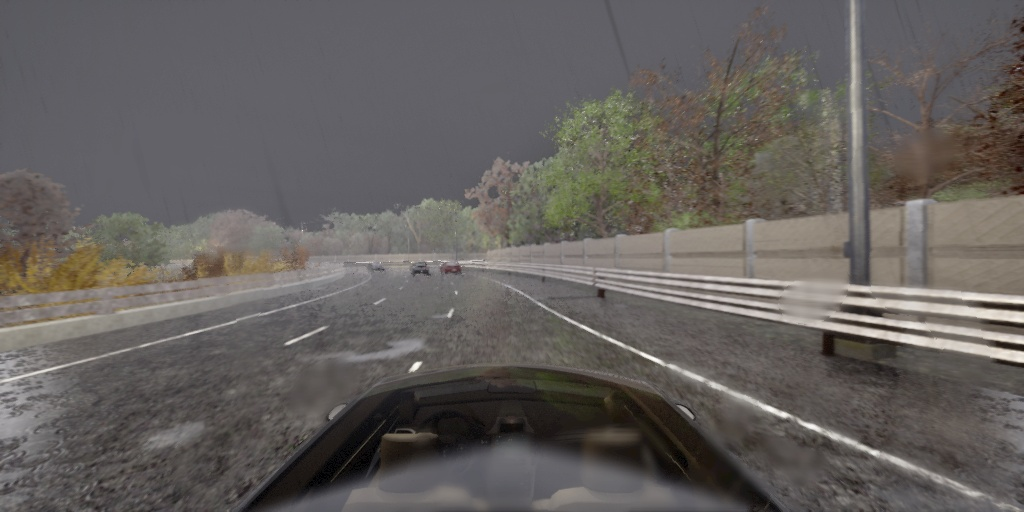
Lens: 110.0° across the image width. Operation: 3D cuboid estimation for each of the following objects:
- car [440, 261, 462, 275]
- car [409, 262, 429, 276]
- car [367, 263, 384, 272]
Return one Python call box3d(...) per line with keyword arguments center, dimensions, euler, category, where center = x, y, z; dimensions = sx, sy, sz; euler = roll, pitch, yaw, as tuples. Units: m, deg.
box3d(center=(-7.295, 1.401, 42.446), dimensions=(1.882, 1.535, 5.008), euler=(-1, 0, -20), category="car")
box3d(center=(-10.705, 1.487, 41.459), dimensions=(1.837, 1.490, 4.892), euler=(-1, 0, -20), category="car")
box3d(center=(-21.619, 1.739, 56.636), dimensions=(2.033, 1.411, 5.357), euler=(-1, 0, -32), category="car")
